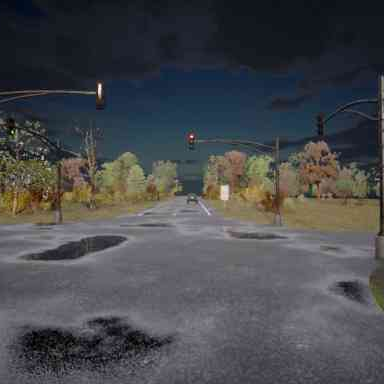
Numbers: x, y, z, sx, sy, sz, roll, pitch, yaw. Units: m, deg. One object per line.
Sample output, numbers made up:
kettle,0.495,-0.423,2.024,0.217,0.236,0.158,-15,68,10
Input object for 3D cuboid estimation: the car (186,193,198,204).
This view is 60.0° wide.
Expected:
car,0.023,1.292,67.681,2.150,2.045,5.566,0,0,0

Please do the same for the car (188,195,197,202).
car,0.025,1.465,78.072,2.033,1.411,5.357,0,0,0
